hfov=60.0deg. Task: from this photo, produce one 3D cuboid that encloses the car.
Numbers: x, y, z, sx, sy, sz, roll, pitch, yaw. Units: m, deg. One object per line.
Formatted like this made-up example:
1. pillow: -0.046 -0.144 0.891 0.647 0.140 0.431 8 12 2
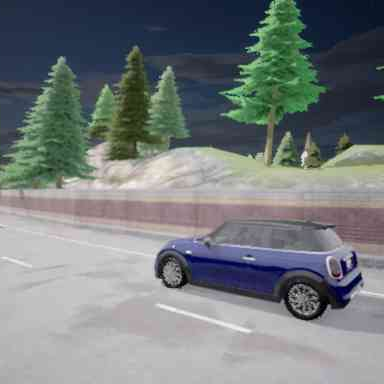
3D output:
1. car: 1.278 1.363 7.577 4.553 1.767 2.097 0 0 37
